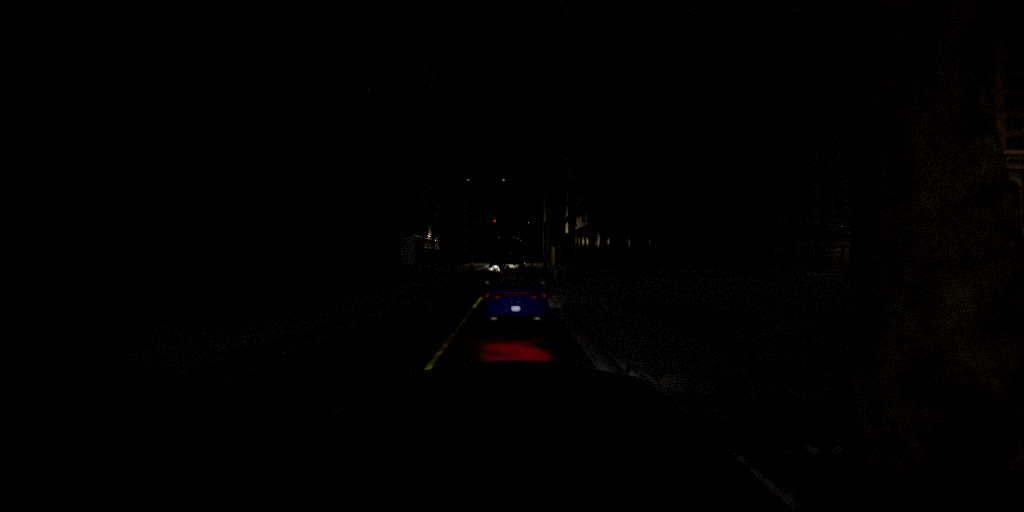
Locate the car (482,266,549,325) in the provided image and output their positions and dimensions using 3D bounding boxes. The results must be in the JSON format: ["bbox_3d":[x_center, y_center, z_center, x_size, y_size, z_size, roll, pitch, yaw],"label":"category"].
[{"bbox_3d":[0.101,1.247,11.950,1.882,1.535,5.008,0,0,0],"label":"car"}]

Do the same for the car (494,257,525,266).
[{"bbox_3d":[0.155,1.148,24.531,2.097,1.767,4.553,0,0,2],"label":"car"}]
